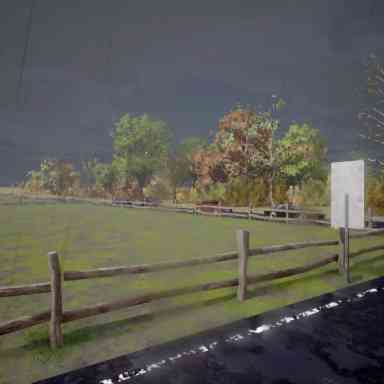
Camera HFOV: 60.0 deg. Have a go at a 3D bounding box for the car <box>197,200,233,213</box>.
[{"bbox_3d":[2.244,1.565,34.844,1.812,1.442,4.674,0,0,-34],"label":"car"}]

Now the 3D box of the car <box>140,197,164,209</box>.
[{"bbox_3d":[-5.556,1.609,46.158,1.994,1.385,4.181,0,0,-34],"label":"car"}]

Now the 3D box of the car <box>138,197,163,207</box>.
[{"bbox_3d":[-6.594,1.525,52.714,1.882,1.535,5.008,0,0,-34],"label":"car"}]

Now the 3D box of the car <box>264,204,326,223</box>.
[{"bbox_3d":[8.081,1.628,26.406,1.895,1.301,4.718,0,0,-35],"label":"car"}]

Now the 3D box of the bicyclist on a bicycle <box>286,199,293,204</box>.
[{"bbox_3d":[9.956,1.491,34.192,1.656,1.620,0.582,0,0,-35],"label":"bicyclist on a bicycle"}]

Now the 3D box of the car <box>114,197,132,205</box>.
[{"bbox_3d":[-12.540,1.590,61.227,2.033,1.411,5.357,0,0,-35],"label":"car"}]
